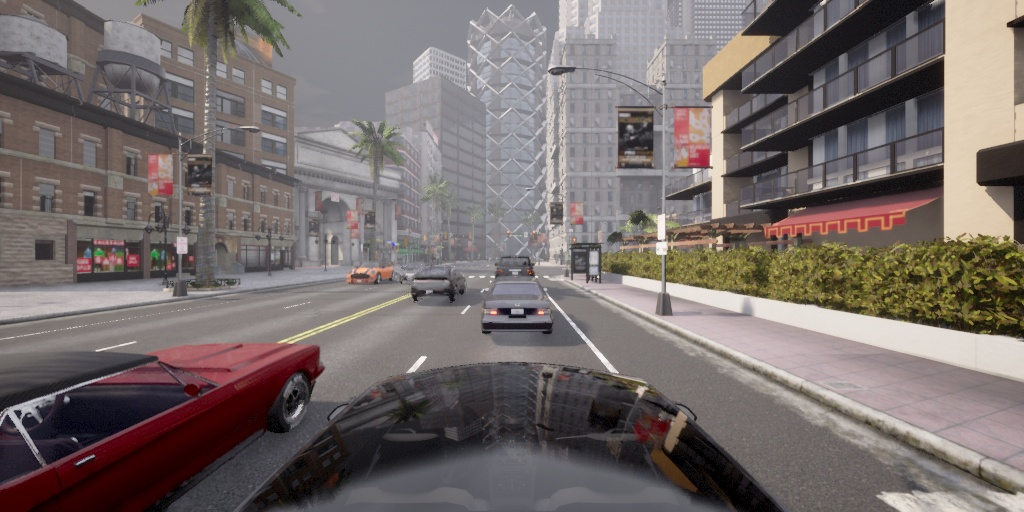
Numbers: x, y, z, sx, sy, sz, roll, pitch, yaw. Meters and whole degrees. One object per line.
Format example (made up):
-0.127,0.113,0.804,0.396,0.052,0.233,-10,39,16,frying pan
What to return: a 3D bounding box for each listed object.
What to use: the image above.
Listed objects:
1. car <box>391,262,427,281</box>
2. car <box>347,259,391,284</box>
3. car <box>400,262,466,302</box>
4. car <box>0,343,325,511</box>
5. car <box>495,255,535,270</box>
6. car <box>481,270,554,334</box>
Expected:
-6.910,1.190,26.675,2.128,1.511,4.902,0,0,0,car
-10.410,1.121,26.719,2.097,1.767,4.553,0,0,0,car
-3.343,1.242,16.940,2.128,1.511,4.902,0,0,0,car
-3.358,1.351,2.566,1.895,1.301,4.718,0,0,-1,car
0.166,0.971,20.830,2.150,2.045,5.566,0,0,0,car
0.129,1.297,10.579,2.033,1.411,5.357,0,0,0,car
